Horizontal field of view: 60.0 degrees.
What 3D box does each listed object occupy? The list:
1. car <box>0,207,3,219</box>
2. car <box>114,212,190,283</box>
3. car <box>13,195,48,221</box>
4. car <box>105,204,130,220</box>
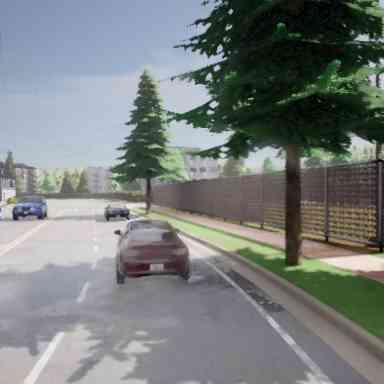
[{"bbox_3d":[-17.285,1.636,27.714,1.882,1.535,5.008,-1,0,-16],"label":"car"},{"bbox_3d":[-1.266,1.538,9.743,1.812,1.442,4.674,0,0,-12],"label":"car"},{"bbox_3d":[-14.125,1.337,29.379,2.150,2.045,5.566,-1,0,-17],"label":"car"},{"bbox_3d":[-6.547,1.662,28.812,1.895,1.301,4.718,-1,0,-17],"label":"car"}]
